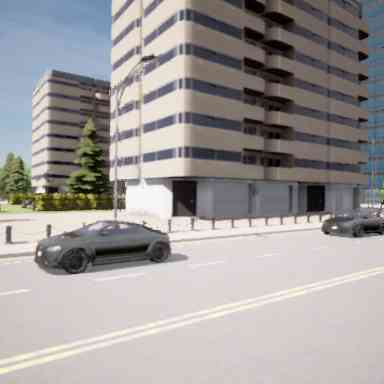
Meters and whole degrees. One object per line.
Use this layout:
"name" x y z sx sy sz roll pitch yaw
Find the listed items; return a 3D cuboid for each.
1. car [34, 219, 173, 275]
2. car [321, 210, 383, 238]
"car" -2.708 1.597 10.649 4.181 1.385 1.994 1 0 -35
"car" 9.302 1.761 19.032 4.181 1.385 1.994 1 0 -34
